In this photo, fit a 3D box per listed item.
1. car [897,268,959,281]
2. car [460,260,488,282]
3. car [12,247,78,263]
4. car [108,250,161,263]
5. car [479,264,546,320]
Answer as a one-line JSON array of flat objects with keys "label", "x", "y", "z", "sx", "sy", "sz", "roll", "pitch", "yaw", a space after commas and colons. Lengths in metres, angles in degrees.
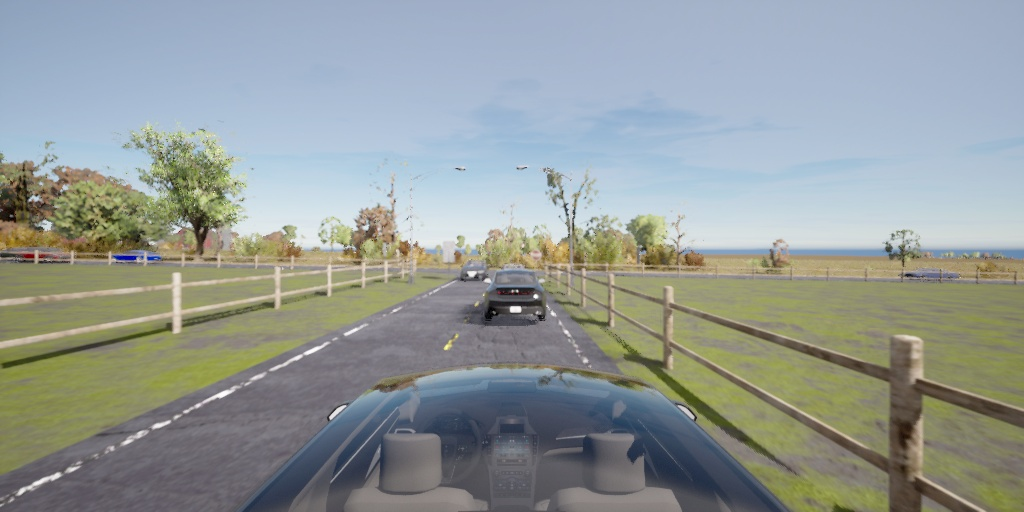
[{"label": "car", "x": 48.333, "y": 2.088, "z": 41.656, "sx": 5.357, "sy": 1.411, "sz": 2.033, "roll": 1, "pitch": 1, "yaw": 0}, {"label": "car", "x": -2.778, "y": 1.081, "z": 27.399, "sx": 2.128, "sy": 1.511, "sz": 4.902, "roll": 0, "pitch": 0, "yaw": 0}, {"label": "car", "x": -50.316, "y": -0.179, "z": 38.936, "sx": 4.553, "sy": 1.767, "sz": 2.097, "roll": 1, "pitch": 1, "yaw": 0}, {"label": "car", "x": -43.933, "y": 0.035, "z": 41.726, "sx": 5.008, "sy": 1.535, "sz": 1.882, "roll": 2, "pitch": 1, "yaw": 1}, {"label": "car", "x": 0.099, "y": 1.187, "z": 12.226, "sx": 1.837, "sy": 1.490, "sz": 4.892, "roll": 0, "pitch": 1, "yaw": 0}]
